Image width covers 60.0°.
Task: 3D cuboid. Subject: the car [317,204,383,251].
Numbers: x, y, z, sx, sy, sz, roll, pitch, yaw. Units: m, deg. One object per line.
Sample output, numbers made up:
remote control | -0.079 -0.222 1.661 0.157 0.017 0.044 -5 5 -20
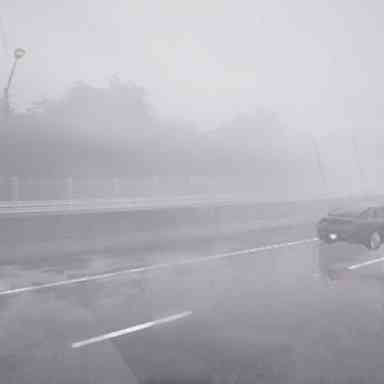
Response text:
car | 6.854 1.217 12.835 4.892 1.490 1.837 -2 1 -35

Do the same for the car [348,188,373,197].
car | 23.572 0.154 45.437 5.357 1.411 2.033 -3 2 -33

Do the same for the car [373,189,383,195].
car | 25.740 0.106 42.669 4.892 1.490 1.837 -2 1 -33
